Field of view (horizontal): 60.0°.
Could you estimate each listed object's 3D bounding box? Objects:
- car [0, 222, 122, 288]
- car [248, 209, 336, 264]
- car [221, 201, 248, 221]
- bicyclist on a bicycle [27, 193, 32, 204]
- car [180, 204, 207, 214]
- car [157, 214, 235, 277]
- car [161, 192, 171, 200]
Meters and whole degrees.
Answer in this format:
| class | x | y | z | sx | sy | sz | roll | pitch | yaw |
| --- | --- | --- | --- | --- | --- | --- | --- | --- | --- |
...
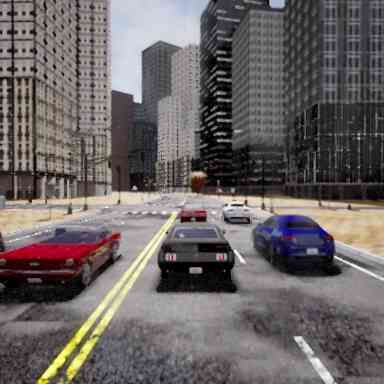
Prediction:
| class | x | y | z | sx | sy | sz | roll | pitch | yaw |
| --- | --- | --- | --- | --- | --- | --- | --- | --- | --- |
| car | -3.349 | 1.576 | 9.290 | 1.895 | 1.301 | 4.718 | 0 | 0 | 0 |
| car | 3.349 | 1.496 | 11.580 | 1.812 | 1.442 | 4.674 | 0 | 0 | 0 |
| car | 3.351 | 1.450 | 25.952 | 1.812 | 1.442 | 4.674 | 0 | 0 | 0 |
| bicyclist on a bicycle | -24.707 | 0.973 | 50.621 | 0.582 | 1.620 | 1.656 | 0 | 1 | 1 |
| car | 0.099 | 1.530 | 24.474 | 1.895 | 1.301 | 4.718 | 0 | 0 | 0 |
| car | 0.100 | 1.574 | 10.157 | 1.895 | 1.301 | 4.718 | 0 | 0 | 0 |
| car | -6.551 | 0.894 | 84.763 | 2.150 | 2.045 | 5.566 | 0 | 0 | -1 |
